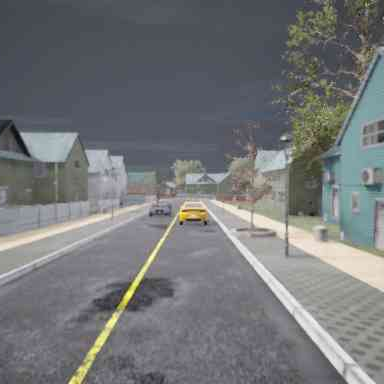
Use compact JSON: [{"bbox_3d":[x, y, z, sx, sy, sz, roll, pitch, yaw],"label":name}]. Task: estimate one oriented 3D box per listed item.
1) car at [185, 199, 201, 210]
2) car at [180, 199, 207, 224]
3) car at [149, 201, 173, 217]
[{"bbox_3d":[0.092,1.578,42.798,1.895,1.301,4.718,0,0,0],"label":"car"},{"bbox_3d":[0.096,1.464,24.721,1.882,1.535,5.008,0,0,0],"label":"car"},{"bbox_3d":[-2.758,1.550,30.415,1.994,1.385,4.181,0,0,0],"label":"car"}]
